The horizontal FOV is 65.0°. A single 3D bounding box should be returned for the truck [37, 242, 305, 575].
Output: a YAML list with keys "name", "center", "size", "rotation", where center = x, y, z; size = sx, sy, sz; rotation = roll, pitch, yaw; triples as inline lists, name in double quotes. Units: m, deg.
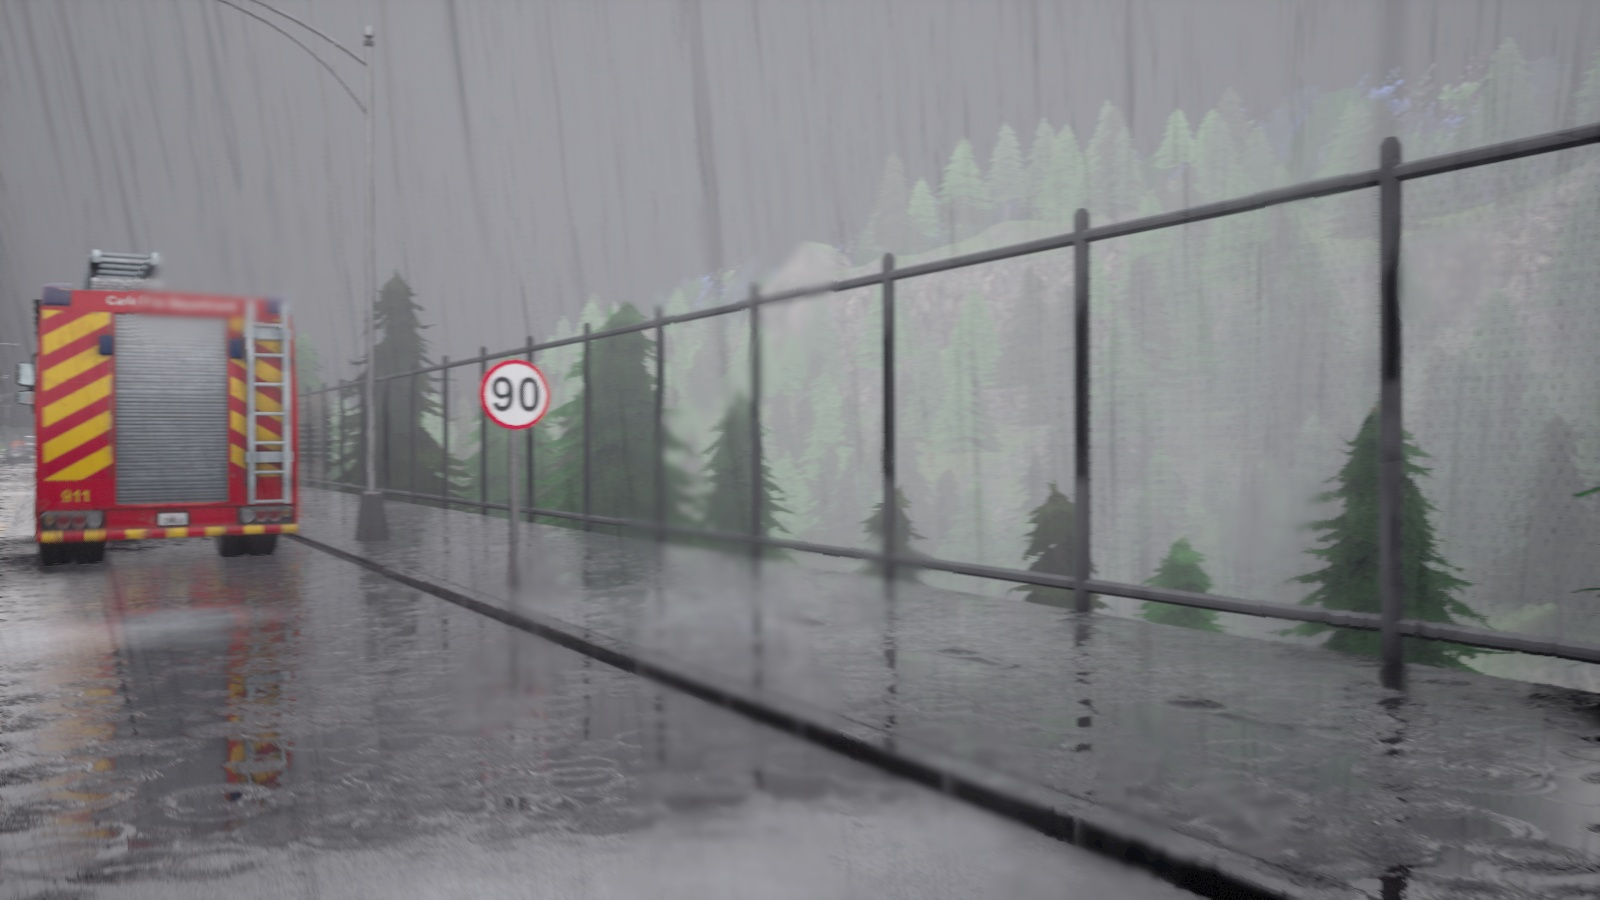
- name: "truck"
  center: [-9.681, -0.501, 18.814]
  size: [2.891, 3.827, 8.468]
  rotation: [0, 0, -31]
